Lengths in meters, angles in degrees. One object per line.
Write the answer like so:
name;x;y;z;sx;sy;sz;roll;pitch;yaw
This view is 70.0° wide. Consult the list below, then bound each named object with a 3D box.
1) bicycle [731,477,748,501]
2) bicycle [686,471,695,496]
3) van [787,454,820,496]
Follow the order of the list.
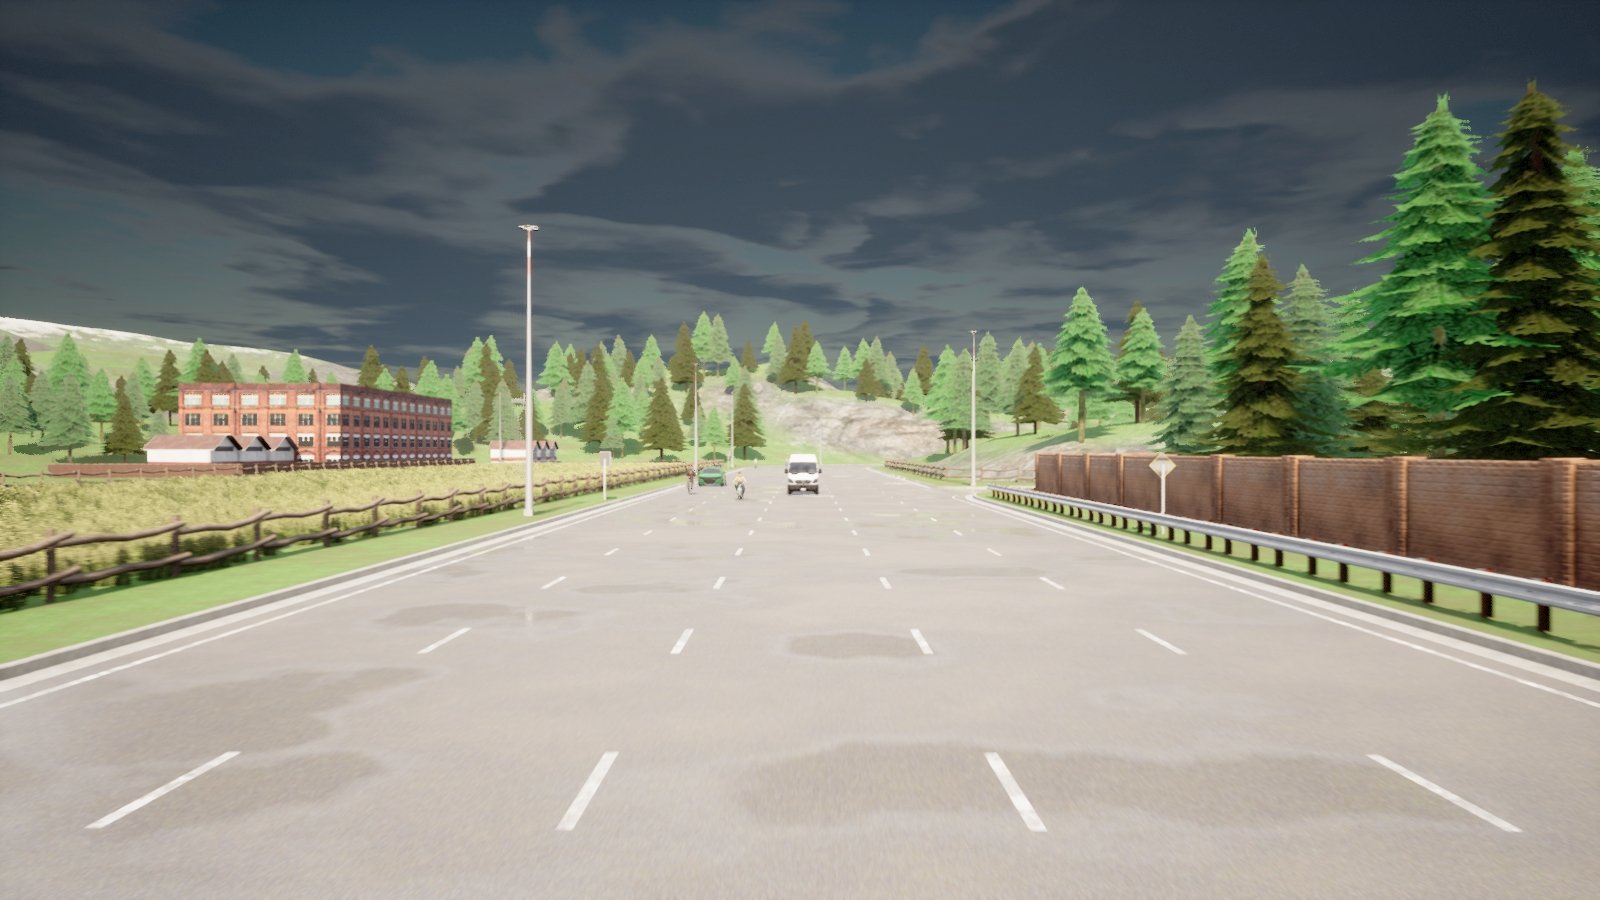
bicycle;-3.326;2.156;63.059;0.859;1.276;1.487;0;0;0
bicycle;-6.738;2.057;70.257;0.329;1.471;1.835;0;0;1
van;0.205;1.533;72.552;1.988;2.561;5.915;0;0;0
